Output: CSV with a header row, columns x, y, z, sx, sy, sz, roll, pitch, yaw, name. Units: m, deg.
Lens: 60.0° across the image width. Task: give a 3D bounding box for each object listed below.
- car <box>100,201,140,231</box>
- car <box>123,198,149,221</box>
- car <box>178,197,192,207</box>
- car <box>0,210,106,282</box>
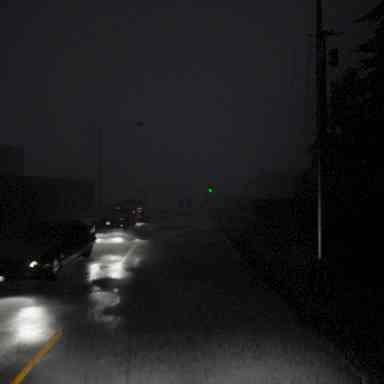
x,y,z,sx,sy,sz,roll,pitch,yaw,name
-4.541,1.480,19.830,1.994,1.385,4.181,0,0,-1,car
-4.598,1.256,25.679,2.097,1.767,4.553,0,0,-1,car
-0.974,1.372,45.500,1.895,1.301,4.718,0,0,-1,car
-4.318,1.512,9.978,2.033,1.411,5.357,0,0,-1,car
